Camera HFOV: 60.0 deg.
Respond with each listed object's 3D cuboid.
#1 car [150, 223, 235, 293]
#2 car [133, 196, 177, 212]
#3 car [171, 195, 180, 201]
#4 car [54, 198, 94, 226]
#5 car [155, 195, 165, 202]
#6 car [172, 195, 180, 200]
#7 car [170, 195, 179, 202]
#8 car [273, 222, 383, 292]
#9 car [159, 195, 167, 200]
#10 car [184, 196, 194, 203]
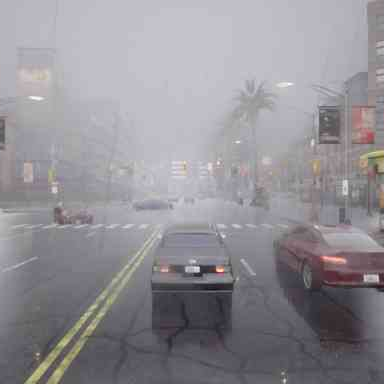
[{"bbox_3d":[-0.001,1.547,8.961,2.033,1.411,5.357,0,0,0],"label":"car"},{"bbox_3d":[-4.472,1.526,38.188,4.674,1.442,1.812,0,0,-34],"label":"car"},{"bbox_3d":[-4.148,1.478,71.718,1.882,1.535,5.008,0,0,-1],"label":"car"},{"bbox_3d":[-8.409,1.352,23.470,2.097,1.767,4.553,0,0,-29],"label":"car"},{"bbox_3d":[-7.727,1.478,80.297,1.882,1.535,5.008,0,0,-1],"label":"car"},{"bbox_3d":[-4.326,1.500,90.963,1.837,1.490,4.892,0,0,-1],"label":"car"},{"bbox_3d":[-4.232,1.524,80.913,1.812,1.442,4.674,0,0,-1],"label":"car"},{"bbox_3d":[3.498,1.526,8.805,1.812,1.442,4.674,0,0,0],"label":"car"},{"bbox_3d":[-7.824,1.595,90.598,1.895,1.301,4.718,0,0,-1],"label":"car"},{"bbox_3d":[-0.537,1.491,69.644,2.128,1.511,4.902,0,0,0],"label":"car"}]
